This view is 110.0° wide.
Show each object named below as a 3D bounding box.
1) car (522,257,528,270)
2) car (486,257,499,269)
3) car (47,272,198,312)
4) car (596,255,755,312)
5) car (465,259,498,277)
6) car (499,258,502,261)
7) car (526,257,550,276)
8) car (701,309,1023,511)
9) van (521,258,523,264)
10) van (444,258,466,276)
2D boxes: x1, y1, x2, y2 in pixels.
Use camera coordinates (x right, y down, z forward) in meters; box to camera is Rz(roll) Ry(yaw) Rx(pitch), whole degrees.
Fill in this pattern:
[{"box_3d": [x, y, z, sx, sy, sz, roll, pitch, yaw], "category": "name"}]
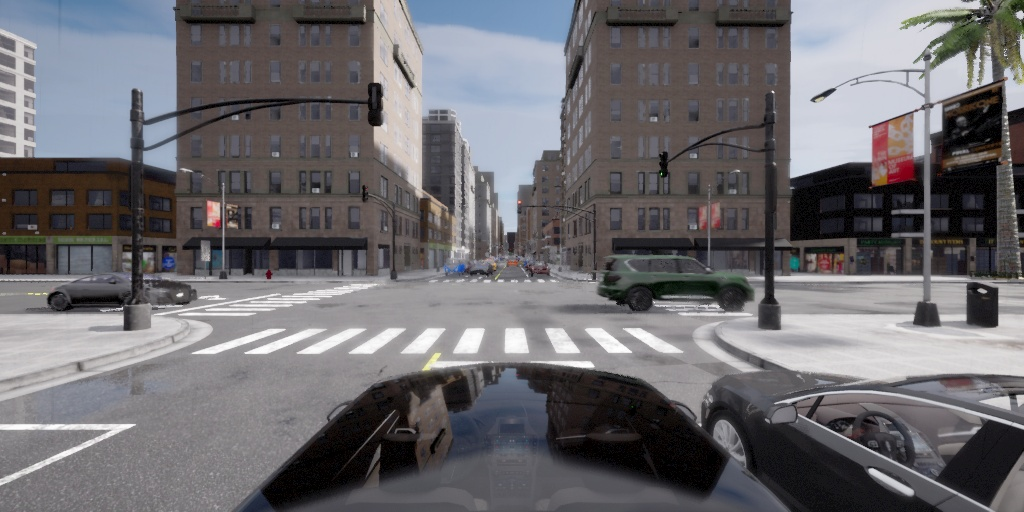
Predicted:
[{"box_3d": [2.771, 1.193, 47.737, 1.967, 1.591, 4.097, 0, 0, 0], "category": "car"}, {"box_3d": [-3.001, 1.231, 46.309, 1.882, 1.535, 5.008, 0, 0, 0], "category": "car"}, {"box_3d": [-14.597, 1.296, 13.596, 4.181, 1.385, 1.994, 0, 0, 0], "category": "car"}, {"box_3d": [6.082, 0.985, 13.748, 5.566, 2.045, 2.150, 0, 0, 0], "category": "car"}, {"box_3d": [-2.997, 1.300, 36.608, 2.033, 1.411, 5.357, 0, 0, 4], "category": "car"}, {"box_3d": [-2.968, 1.354, 56.228, 1.895, 1.301, 4.718, 0, 0, 0], "category": "car"}, {"box_3d": [2.743, 1.192, 36.399, 1.967, 1.591, 4.097, 0, 0, 0], "category": "car"}, {"box_3d": [2.668, 1.300, 1.749, 2.007, 1.370, 4.403, 0, 0, 0], "category": "car"}, {"box_3d": [2.799, 1.094, 59.076, 1.690, 1.789, 3.998, 0, 0, 0], "category": "van"}, {"box_3d": [-5.782, 1.093, 36.418, 1.690, 1.789, 3.998, 0, 0, 0], "category": "van"}]
